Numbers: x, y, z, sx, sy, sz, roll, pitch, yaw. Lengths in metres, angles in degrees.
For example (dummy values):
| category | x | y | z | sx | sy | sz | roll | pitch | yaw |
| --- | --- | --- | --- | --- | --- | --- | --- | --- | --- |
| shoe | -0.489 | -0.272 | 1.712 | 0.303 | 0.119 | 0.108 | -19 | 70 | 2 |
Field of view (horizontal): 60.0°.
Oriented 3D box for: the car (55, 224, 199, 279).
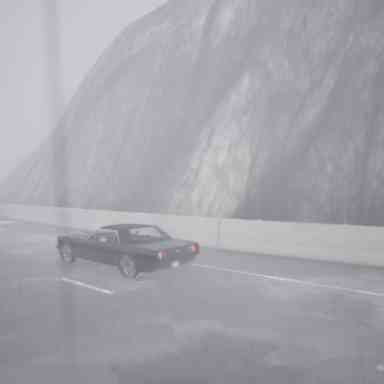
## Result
| category | x | y | z | sx | sy | sz | roll | pitch | yaw |
| --- | --- | --- | --- | --- | --- | --- | --- | --- | --- |
| car | -2.168 | 1.619 | 10.162 | 4.718 | 1.301 | 1.895 | 0 | 0 | 38 |
